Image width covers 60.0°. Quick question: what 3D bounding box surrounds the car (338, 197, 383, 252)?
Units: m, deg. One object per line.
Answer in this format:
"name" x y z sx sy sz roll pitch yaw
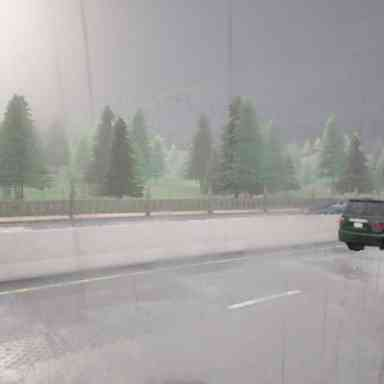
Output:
"car" 7.966 1.207 12.449 5.566 2.045 2.150 0 0 -28

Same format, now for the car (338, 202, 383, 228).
"car" 12.567 1.466 22.473 4.902 1.511 2.128 0 0 -22
